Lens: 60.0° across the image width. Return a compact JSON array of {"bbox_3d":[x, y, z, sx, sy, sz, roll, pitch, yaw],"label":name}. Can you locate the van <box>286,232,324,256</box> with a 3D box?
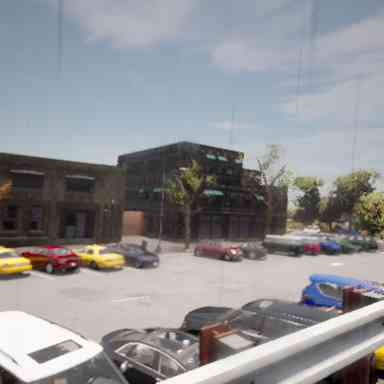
[{"bbox_3d":[12.051,5.979,37.675,4.442,1.987,1.878,1,-3,34],"label":"van"}]

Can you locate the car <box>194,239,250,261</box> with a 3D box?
[{"bbox_3d":[2.537,5.249,30.730,4.553,1.767,2.185,1,-4,34],"label":"car"}]

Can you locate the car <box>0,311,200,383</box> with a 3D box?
[{"bbox_3d":[-2.640,3.813,6.053,5.566,2.045,2.435,3,-2,34],"label":"car"}]

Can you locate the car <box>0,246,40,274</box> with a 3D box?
[{"bbox_3d":[-11.977,4.118,20.461,5.366,1.575,1.946,1,-3,34],"label":"car"}]

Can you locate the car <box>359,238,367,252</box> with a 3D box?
[{"bbox_3d":[19.354,6.859,42.771,4.792,1.488,2.163,1,-4,34],"label":"car"}]

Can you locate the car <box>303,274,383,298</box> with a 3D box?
[{"bbox_3d":[7.149,4.665,13.098,5.566,2.045,2.435,3,-2,34],"label":"car"}]

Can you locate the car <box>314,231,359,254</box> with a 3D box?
[{"bbox_3d":[16.970,6.371,41.050,5.566,2.045,2.435,1,-4,34],"label":"car"}]

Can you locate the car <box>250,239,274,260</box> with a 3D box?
[{"bbox_3d":[4.956,5.584,32.433,4.892,1.521,2.231,1,-3,34],"label":"car"}]

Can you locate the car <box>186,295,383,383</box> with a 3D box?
[{"bbox_3d":[2.205,4.237,9.615,5.566,2.045,2.435,3,-2,34],"label":"car"}]

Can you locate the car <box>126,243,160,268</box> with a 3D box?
[{"bbox_3d":[-4.607,4.779,25.524,4.792,1.488,2.163,1,-4,34],"label":"car"}]

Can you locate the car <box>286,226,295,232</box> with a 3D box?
[{"bbox_3d":[20.100,7.988,70.144,1.946,1.575,5.366,1,-3,36],"label":"car"}]

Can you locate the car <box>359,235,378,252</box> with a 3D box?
[{"bbox_3d":[21.708,6.784,44.515,5.566,2.045,2.435,1,-3,34],"label":"car"}]

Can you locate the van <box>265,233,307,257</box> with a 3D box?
[{"bbox_3d":[9.655,5.771,35.952,4.442,1.987,1.878,1,-3,34],"label":"van"}]

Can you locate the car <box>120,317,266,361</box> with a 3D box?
[{"bbox_3d":[-0.235,4.277,7.840,4.892,1.521,2.231,3,-2,34],"label":"car"}]

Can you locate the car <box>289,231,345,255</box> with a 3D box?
[{"bbox_3d":[14.573,6.163,39.328,5.566,2.045,2.435,1,-4,34],"label":"car"}]

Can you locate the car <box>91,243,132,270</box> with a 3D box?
[{"bbox_3d":[-7.185,4.535,23.907,5.366,1.575,1.946,1,-3,34],"label":"car"}]

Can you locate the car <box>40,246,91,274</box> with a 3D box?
[{"bbox_3d":[-9.421,4.332,22.090,5.008,1.535,2.097,1,-3,34],"label":"car"}]

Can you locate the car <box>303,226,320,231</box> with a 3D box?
[{"bbox_3d":[23.390,7.719,65.013,2.435,2.045,5.566,2,-2,36],"label":"car"}]

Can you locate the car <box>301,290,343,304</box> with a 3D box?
[{"bbox_3d":[4.506,4.691,11.448,5.366,1.575,1.946,3,-2,34],"label":"car"}]
